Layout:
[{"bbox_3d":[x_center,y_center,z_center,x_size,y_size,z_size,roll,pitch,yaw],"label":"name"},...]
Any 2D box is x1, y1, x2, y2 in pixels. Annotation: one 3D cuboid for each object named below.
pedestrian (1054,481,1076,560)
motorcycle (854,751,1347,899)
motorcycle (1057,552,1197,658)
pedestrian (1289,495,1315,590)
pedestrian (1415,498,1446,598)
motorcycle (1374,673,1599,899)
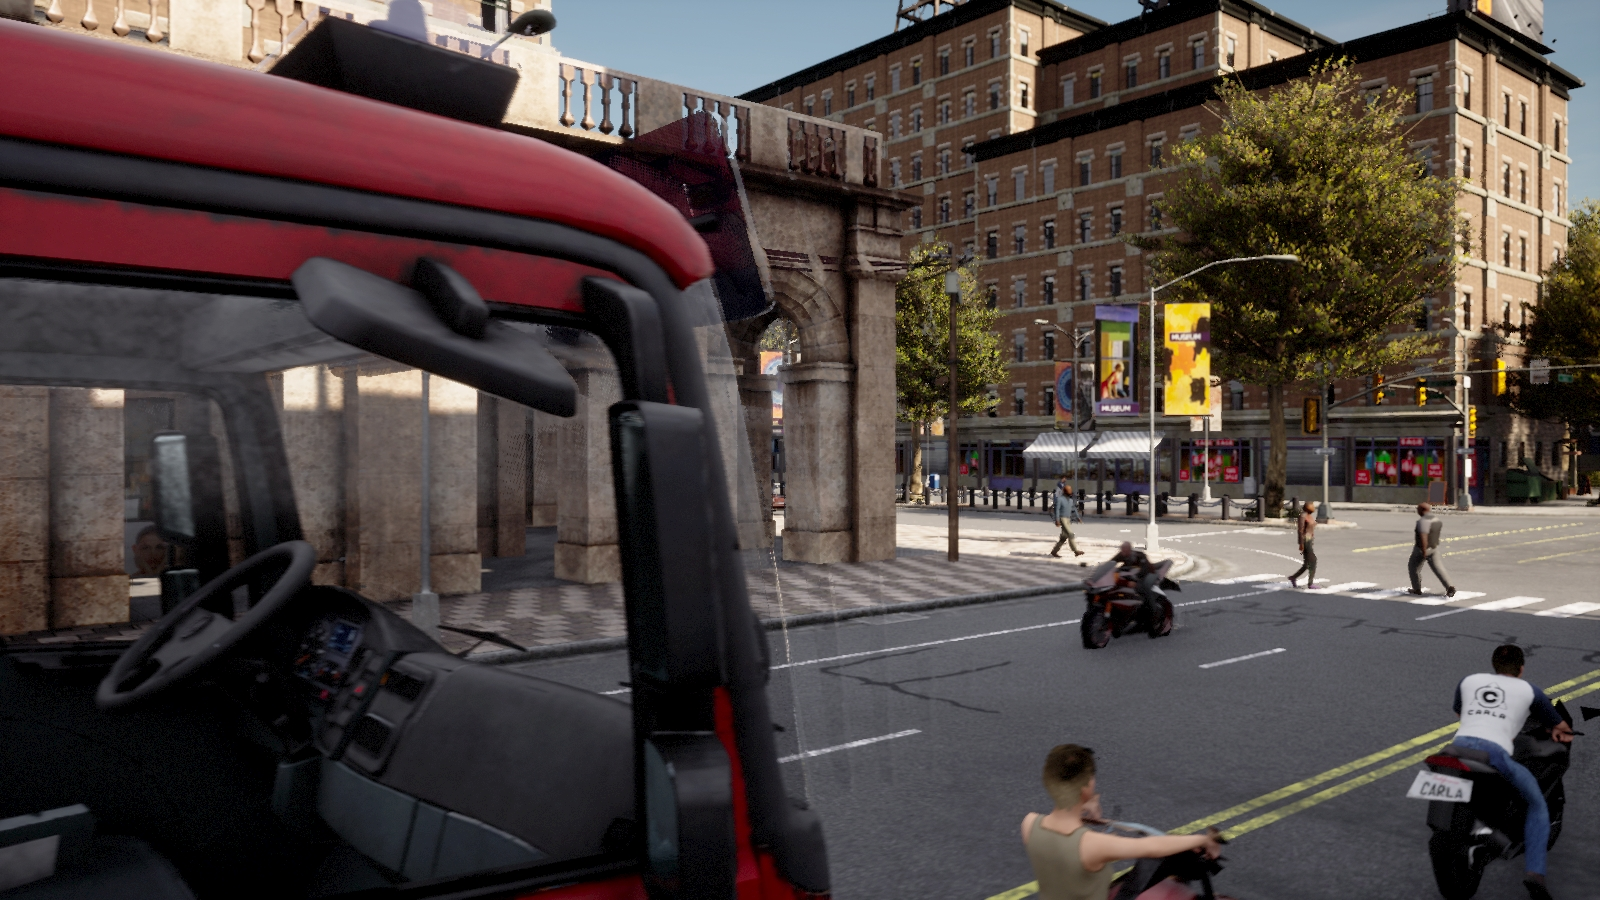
[{"bbox_3d":[6.420,1.697,27.657,0.375,1.860,0.375,0,0,-38],"label":"pedestrian"},{"bbox_3d":[1.357,2.170,4.794,2.356,1.277,0.764,0,0,-39],"label":"motorcycle"},{"bbox_3d":[4.779,2.205,16.608,2.209,1.251,0.867,0,0,-40],"label":"motorcycle"},{"bbox_3d":[10.083,1.850,22.958,0.375,1.860,0.375,0,0,42],"label":"pedestrian"},{"bbox_3d":[11.949,1.850,21.659,0.375,1.860,0.375,0,0,-28],"label":"pedestrian"},{"bbox_3d":[4.618,2.213,7.459,2.033,1.145,0.803,0,0,-39],"label":"motorcycle"}]
